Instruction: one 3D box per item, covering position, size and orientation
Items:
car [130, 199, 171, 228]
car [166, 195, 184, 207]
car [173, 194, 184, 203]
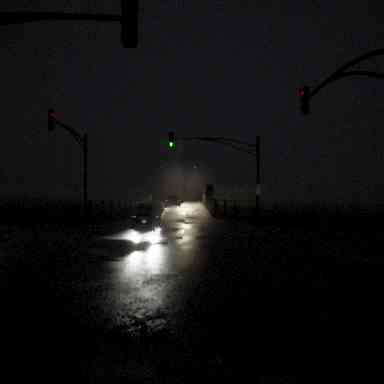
[{"bbox_3d":[-2.781,1.458,21.780,2.128,1.511,4.902,1,0,0],"label":"car"},{"bbox_3d":[-2.720,1.287,48.483,2.097,1.767,4.553,0,0,0],"label":"car"},{"bbox_3d":[-2.667,1.286,66.744,1.882,1.535,5.008,0,0,0],"label":"car"}]
